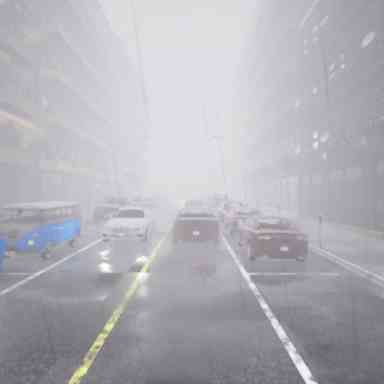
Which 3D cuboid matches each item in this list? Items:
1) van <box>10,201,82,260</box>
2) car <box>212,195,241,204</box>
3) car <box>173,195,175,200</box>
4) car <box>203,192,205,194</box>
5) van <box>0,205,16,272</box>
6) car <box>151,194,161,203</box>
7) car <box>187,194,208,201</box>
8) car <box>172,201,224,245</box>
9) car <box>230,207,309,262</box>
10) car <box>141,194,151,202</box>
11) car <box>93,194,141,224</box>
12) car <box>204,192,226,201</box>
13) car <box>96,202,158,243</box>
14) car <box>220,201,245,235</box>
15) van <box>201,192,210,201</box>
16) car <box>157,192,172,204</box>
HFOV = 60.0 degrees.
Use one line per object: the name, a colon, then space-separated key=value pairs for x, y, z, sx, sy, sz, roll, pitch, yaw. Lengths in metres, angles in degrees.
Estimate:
van: x=-5.244 y=1.246 z=11.740 sx=1.690 sy=1.788 sz=3.998 roll=2 pitch=0 yaw=0
car: x=2.690 y=1.276 z=22.705 sx=1.967 sy=1.590 sz=4.097 roll=1 pitch=0 yaw=0
car: x=-4.958 y=1.124 z=78.108 sx=1.802 sy=1.307 sz=4.206 roll=1 pitch=0 yaw=0
car: x=2.746 y=1.139 z=44.830 sx=1.967 sy=1.590 sz=4.097 roll=1 pitch=0 yaw=0
van: x=-5.268 y=1.287 z=6.208 sx=1.690 sy=1.788 sz=3.998 roll=2 pitch=0 yaw=0
car: x=-5.127 y=1.288 z=39.394 sx=1.947 sy=1.339 sz=4.313 roll=1 pitch=0 yaw=0
car: x=0.241 y=1.247 z=32.478 sx=1.882 sy=1.535 sz=5.008 roll=0 pitch=0 yaw=0
car: x=0.162 y=1.365 z=14.814 sx=1.882 sy=1.535 sz=5.008 roll=0 pitch=0 yaw=0
car: x=2.631 y=1.457 z=11.645 sx=1.887 sy=1.381 sz=4.507 roll=1 pitch=0 yaw=0
car: x=-5.170 y=1.107 z=28.329 sx=2.192 sy=1.841 sz=5.009 roll=1 pitch=0 yaw=0
car: x=-5.194 y=1.143 z=22.800 sx=2.192 sy=1.841 sz=5.009 roll=1 pitch=0 yaw=0
car: x=2.700 y=1.078 z=33.766 sx=2.192 sy=1.841 sz=5.009 roll=1 pitch=0 yaw=0
car: x=-2.780 y=1.406 z=15.450 sx=1.812 sy=1.442 sz=4.674 roll=0 pitch=0 yaw=0
car: x=2.656 y=1.418 z=17.174 sx=1.887 sy=1.381 sz=4.507 roll=1 pitch=0 yaw=0
van: x=2.869 y=0.911 z=72.486 sx=1.690 sy=1.788 sz=3.998 roll=1 pitch=0 yaw=0
car: x=-5.048 y=0.949 z=55.981 sx=2.192 sy=1.841 sz=5.009 roll=1 pitch=0 yaw=0
